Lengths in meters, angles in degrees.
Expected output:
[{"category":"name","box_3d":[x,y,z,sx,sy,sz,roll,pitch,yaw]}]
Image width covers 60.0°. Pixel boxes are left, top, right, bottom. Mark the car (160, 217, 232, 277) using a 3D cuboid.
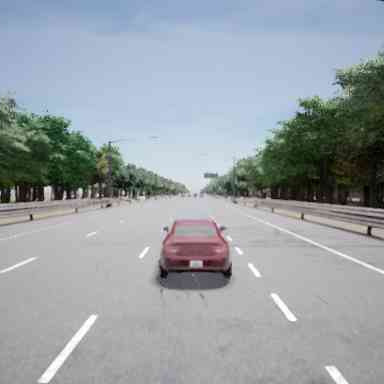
[{"category":"car","box_3d":[0.076,1.478,9.943,1.812,1.442,4.674,0,0,-1]}]
